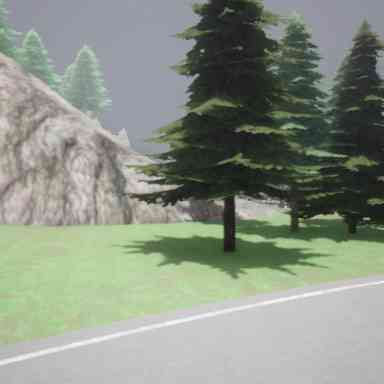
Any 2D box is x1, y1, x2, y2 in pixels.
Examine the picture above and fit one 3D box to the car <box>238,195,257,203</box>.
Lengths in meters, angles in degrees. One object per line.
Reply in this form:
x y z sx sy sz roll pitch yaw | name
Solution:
9.516 1.032 57.235 2.128 1.511 4.902 0 0 -14 | car
